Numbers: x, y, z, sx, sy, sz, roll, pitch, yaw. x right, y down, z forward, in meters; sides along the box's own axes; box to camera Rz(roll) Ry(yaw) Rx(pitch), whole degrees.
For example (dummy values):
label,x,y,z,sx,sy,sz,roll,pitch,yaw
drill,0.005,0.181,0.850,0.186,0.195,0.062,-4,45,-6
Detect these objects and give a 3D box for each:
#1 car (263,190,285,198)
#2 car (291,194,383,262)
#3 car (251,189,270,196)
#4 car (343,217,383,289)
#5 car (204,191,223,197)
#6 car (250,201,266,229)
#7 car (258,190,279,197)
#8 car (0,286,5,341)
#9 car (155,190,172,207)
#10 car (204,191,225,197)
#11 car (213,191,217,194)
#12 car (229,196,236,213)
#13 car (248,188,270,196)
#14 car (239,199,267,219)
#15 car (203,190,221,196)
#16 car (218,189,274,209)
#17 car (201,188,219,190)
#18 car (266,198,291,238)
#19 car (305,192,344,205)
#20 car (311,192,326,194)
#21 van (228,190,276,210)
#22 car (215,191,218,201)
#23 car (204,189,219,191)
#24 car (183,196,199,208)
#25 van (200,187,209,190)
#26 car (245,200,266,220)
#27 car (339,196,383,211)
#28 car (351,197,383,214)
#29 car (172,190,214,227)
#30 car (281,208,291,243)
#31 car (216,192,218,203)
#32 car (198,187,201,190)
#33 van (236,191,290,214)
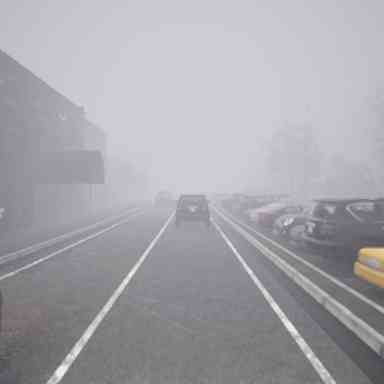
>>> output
label,x,y,z,sx,sy,sz,roll,pitch,yaw
car,18.510,0.436,75.339,4.553,1.767,2.185,0,1,0
car,6.100,1.179,9.649,5.566,2.045,2.435,0,0,0
car,18.397,0.135,89.261,4.553,1.767,2.185,0,1,0
car,6.273,1.433,6.824,5.366,1.575,1.946,0,0,0
car,5.397,0.423,83.589,4.674,1.452,2.002,0,1,0
car,6.020,1.412,18.126,5.008,1.535,2.097,0,0,0
car,18.526,0.313,81.033,4.553,1.767,2.185,0,1,0
car,-3.354,1.496,2.399,1.837,1.490,4.892,0,0,0
car,-3.565,0.834,43.354,2.150,2.045,5.566,0,1,0
car,5.446,0.472,80.806,4.792,1.488,2.163,0,1,0
car,5.859,0.963,49.226,4.674,1.452,2.002,0,1,0
car,5.967,1.353,29.450,4.674,1.452,2.002,0,1,0
car,18.433,-0.053,92.167,5.566,2.045,2.435,0,1,0
car,5.998,1.436,23.786,4.674,1.452,2.002,0,0,0
car,5.342,0.263,89.153,4.892,1.521,2.231,0,1,0
car,5.905,0.950,35.094,5.566,2.045,2.435,0,1,0
car,5.254,0.500,78.021,5.366,1.575,1.946,0,1,0
car,6.073,1.293,15.300,4.553,1.767,2.185,0,0,0
car,18.419,0.851,46.501,4.553,1.767,2.185,0,1,0
car,18.460,1.030,43.805,5.008,1.535,2.097,0,1,0
van,6.065,1.031,32.271,4.442,1.987,1.878,0,1,0
car,6.072,1.031,43.576,5.366,1.575,1.946,0,1,0
car,5.476,0.600,75.383,4.674,1.452,2.002,1,1,0
car,-0.112,1.193,42.295,1.994,1.385,4.181,0,1,-1
van,5.209,-0.026,92.054,4.442,1.987,1.878,0,1,0
car,6.008,1.447,20.952,4.674,1.452,2.002,0,0,0
car,18.480,1.226,35.337,4.792,1.488,2.163,0,1,0
car,18.494,1.282,32.513,4.792,1.488,2.163,0,1,0
car,0.033,1.114,22.028,2.150,2.045,5.566,0,1,0
car,6.059,1.464,12.475,4.674,1.452,2.002,0,0,0
car,5.897,1.090,40.749,5.008,1.535,2.097,0,1,0
car,5.275,-0.109,94.712,5.566,2.045,2.435,0,1,0
van,6.095,1.137,26.741,4.442,1.987,1.878,0,1,0
